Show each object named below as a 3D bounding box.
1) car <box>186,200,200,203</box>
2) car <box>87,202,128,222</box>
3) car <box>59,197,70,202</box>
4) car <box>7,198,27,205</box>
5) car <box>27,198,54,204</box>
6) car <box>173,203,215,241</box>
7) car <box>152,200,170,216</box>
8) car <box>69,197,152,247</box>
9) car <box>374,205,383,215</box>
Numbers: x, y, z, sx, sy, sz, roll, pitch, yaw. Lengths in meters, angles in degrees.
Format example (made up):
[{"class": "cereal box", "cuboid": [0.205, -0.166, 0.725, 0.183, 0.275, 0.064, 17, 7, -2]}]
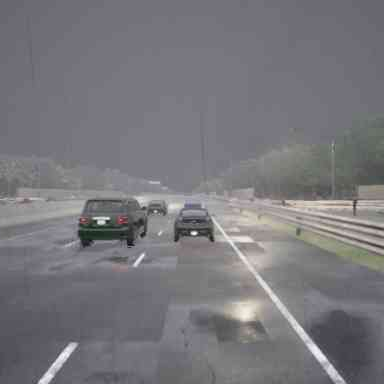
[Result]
[{"class": "car", "cuboid": [0.093, 1.536, 35.078, 1.882, 1.535, 5.008, 0, 0, 0]}, {"class": "car", "cuboid": [-6.906, 1.586, 27.712, 2.033, 1.411, 5.357, 0, 0, 0]}, {"class": "car", "cuboid": [-17.510, 1.464, 47.475, 1.994, 1.385, 4.181, 0, 0, 0]}, {"class": "car", "cuboid": [-24.510, 1.647, 47.466, 1.812, 1.442, 4.674, 0, 0, 0]}, {"class": "car", "cuboid": [-21.013, 1.632, 47.164, 1.812, 1.442, 4.674, 0, 0, 0]}, {"class": "car", "cuboid": [0.096, 1.522, 16.735, 1.837, 1.490, 4.892, 0, 0, 0]}, {"class": "car", "cuboid": [-3.407, 1.559, 33.498, 1.837, 1.490, 4.892, 0, 0, 0]}, {"class": "car", "cuboid": [-3.392, 1.236, 15.189, 2.150, 2.045, 5.566, 0, 0, 0]}, {"class": "car", "cuboid": [19.459, 1.439, 31.258, 1.812, 1.442, 4.674, 0, -2, -19]}]
